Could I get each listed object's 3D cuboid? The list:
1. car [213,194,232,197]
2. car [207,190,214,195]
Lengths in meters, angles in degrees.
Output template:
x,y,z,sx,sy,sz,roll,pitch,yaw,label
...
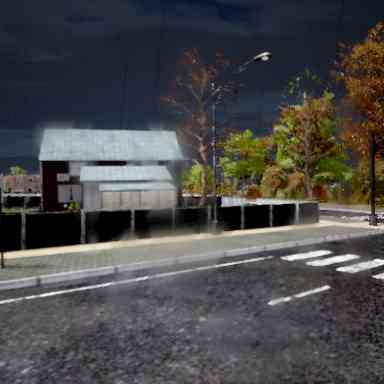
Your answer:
x,y,z,sx,sy,sz,roll,pitch,yaw,label
6.505,1.119,64.671,2.033,1.411,5.357,-2,1,-15,car
3.819,0.549,74.765,2.150,2.045,5.566,-2,1,-15,car
